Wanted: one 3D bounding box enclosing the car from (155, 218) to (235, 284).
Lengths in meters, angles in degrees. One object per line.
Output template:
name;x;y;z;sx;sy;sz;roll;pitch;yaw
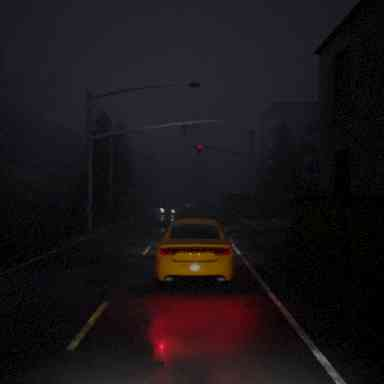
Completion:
car;0.079;1.489;9.686;1.882;1.535;5.008;0;0;0

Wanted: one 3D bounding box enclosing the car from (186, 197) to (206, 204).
car;0.894;1.621;63.600;2.033;1.411;5.357;0;0;29

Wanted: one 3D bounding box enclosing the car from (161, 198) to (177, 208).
car;-3.295;1.582;47.868;1.812;1.442;4.674;0;0;4
